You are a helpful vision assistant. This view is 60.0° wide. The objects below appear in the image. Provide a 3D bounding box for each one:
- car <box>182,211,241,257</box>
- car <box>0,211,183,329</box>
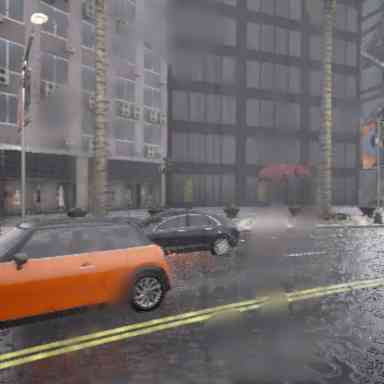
[{"bbox_3d":[-0.661,1.424,11.313,4.892,1.490,1.837,0,0,-27],"label":"car"},{"bbox_3d":[-2.704,1.296,6.045,4.553,1.767,2.097,0,1,-32],"label":"car"}]
